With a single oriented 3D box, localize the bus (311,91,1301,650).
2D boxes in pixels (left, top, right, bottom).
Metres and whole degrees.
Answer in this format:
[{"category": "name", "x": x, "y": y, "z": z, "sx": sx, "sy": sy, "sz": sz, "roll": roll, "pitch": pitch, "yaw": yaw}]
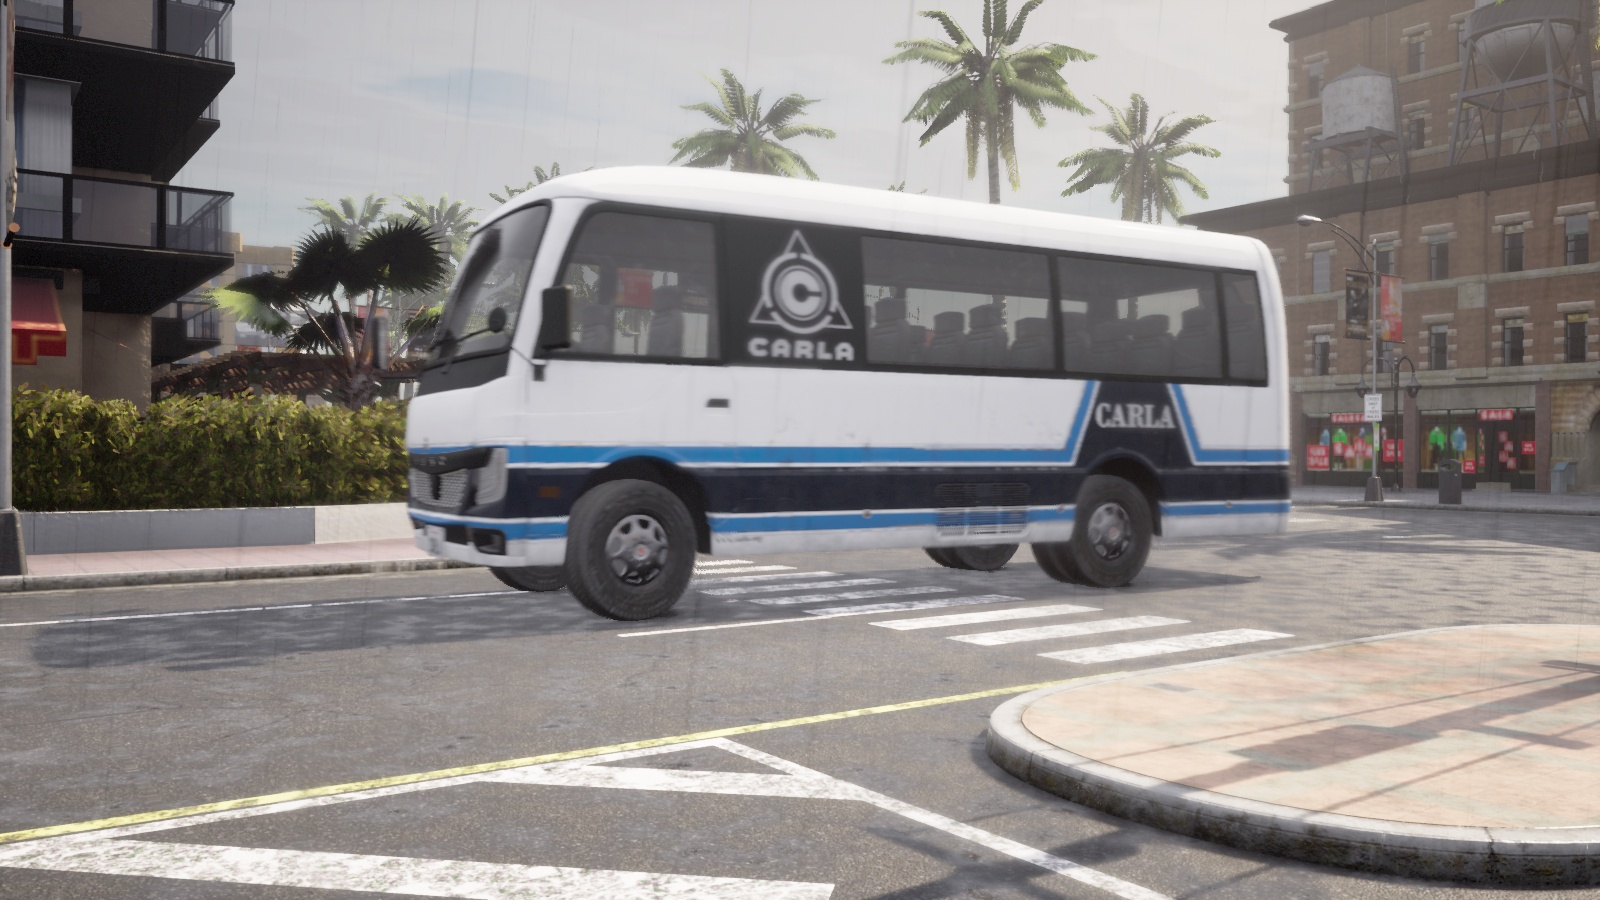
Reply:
[{"category": "bus", "x": 0.388, "y": -0.599, "z": 13.801, "sx": 10.273, "sy": 4.253, "sz": 3.944, "roll": 0, "pitch": 0, "yaw": -30}]
